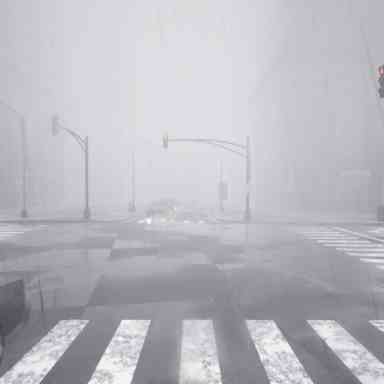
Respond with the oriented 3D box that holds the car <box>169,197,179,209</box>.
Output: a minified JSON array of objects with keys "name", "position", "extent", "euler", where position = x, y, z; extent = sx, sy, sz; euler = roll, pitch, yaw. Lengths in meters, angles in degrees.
[{"name":"car","position":[-3.129,1.539,41.503],"extent":[2.033,1.411,5.357],"euler":[0,0,0]}]

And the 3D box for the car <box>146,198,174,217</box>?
[{"name":"car","position":[-3.123,1.541,31.334],"extent":[2.033,1.411,5.357],"euler":[0,0,0]}]

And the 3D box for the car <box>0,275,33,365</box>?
[{"name":"car","position":[-3.253,1.547,2.549],"extent":[2.033,1.411,5.357],"euler":[0,0,0]}]

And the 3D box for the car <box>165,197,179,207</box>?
[{"name":"car","position":[-3.115,1.553,52.510],"extent":[1.994,1.385,4.181],"euler":[0,0,0]}]

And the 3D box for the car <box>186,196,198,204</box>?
[{"name":"car","position":[-0.021,1.515,62.664],"extent":[1.812,1.442,4.674],"euler":[0,0,0]}]
